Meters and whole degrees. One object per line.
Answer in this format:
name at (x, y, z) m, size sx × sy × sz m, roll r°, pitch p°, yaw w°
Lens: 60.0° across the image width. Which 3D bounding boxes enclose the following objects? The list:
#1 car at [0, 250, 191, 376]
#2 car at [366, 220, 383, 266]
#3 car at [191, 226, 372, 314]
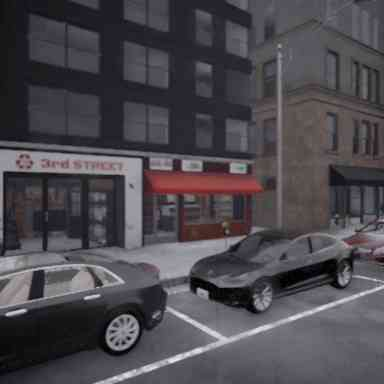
car at (-2.422, 1.551, 4.460) m, size 4.403 × 1.369 × 2.008 m, roll 0°, pitch 0°, yaw -35°
car at (6.387, 1.576, 10.741) m, size 4.206 × 1.307 × 1.802 m, roll 0°, pitch 0°, yaw -35°
car at (1.982, 1.563, 7.600) m, size 4.313 × 1.339 × 1.947 m, roll 0°, pitch 0°, yaw -35°
